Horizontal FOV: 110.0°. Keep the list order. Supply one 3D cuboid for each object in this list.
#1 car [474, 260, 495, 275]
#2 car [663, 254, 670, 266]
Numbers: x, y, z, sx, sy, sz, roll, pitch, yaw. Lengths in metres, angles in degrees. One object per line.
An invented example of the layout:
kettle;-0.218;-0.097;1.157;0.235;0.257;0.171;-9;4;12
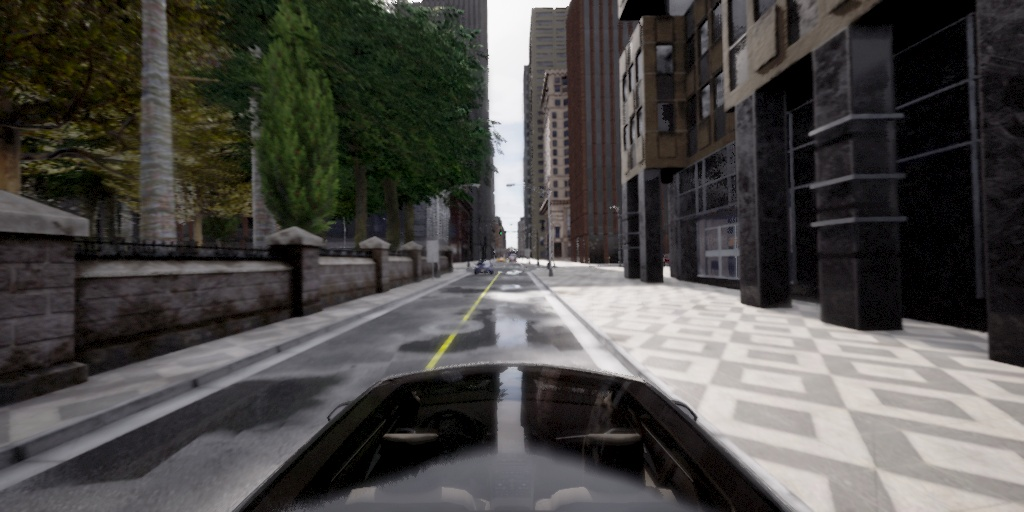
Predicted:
car;-2.914;1.179;38.078;1.812;1.442;4.674;-1;0;0
car;17.487;0.655;45.775;4.097;1.591;1.967;0;0;0
